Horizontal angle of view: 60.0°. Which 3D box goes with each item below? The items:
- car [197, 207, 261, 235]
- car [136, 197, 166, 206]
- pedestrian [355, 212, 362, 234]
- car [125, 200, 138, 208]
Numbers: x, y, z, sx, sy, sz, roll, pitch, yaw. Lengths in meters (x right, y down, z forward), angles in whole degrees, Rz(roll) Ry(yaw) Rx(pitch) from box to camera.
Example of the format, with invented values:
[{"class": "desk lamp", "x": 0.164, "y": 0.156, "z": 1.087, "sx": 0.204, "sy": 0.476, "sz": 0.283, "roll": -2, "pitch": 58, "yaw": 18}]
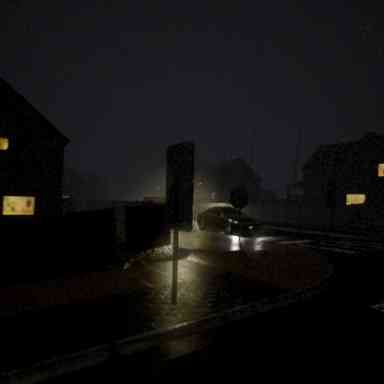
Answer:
[{"class": "car", "x": 1.955, "y": 1.582, "z": 19.165, "sx": 1.812, "sy": 1.442, "sz": 4.674, "roll": 2, "pitch": -2, "yaw": -28}, {"class": "car", "x": -2.824, "y": 1.443, "z": 28.500, "sx": 2.150, "sy": 2.045, "sz": 5.566, "roll": 2, "pitch": -2, "yaw": -25}, {"class": "pedestrian", "x": 9.120, "y": 1.341, "z": 18.258, "sx": 0.375, "sy": 1.860, "sz": 0.375, "roll": 2, "pitch": -1, "yaw": -31}, {"class": "car", "x": -11.700, "y": 2.356, "z": 64.056, "sx": 2.033, "sy": 1.411, "sz": 5.357, "roll": 2, "pitch": -1, "yaw": -13}]
